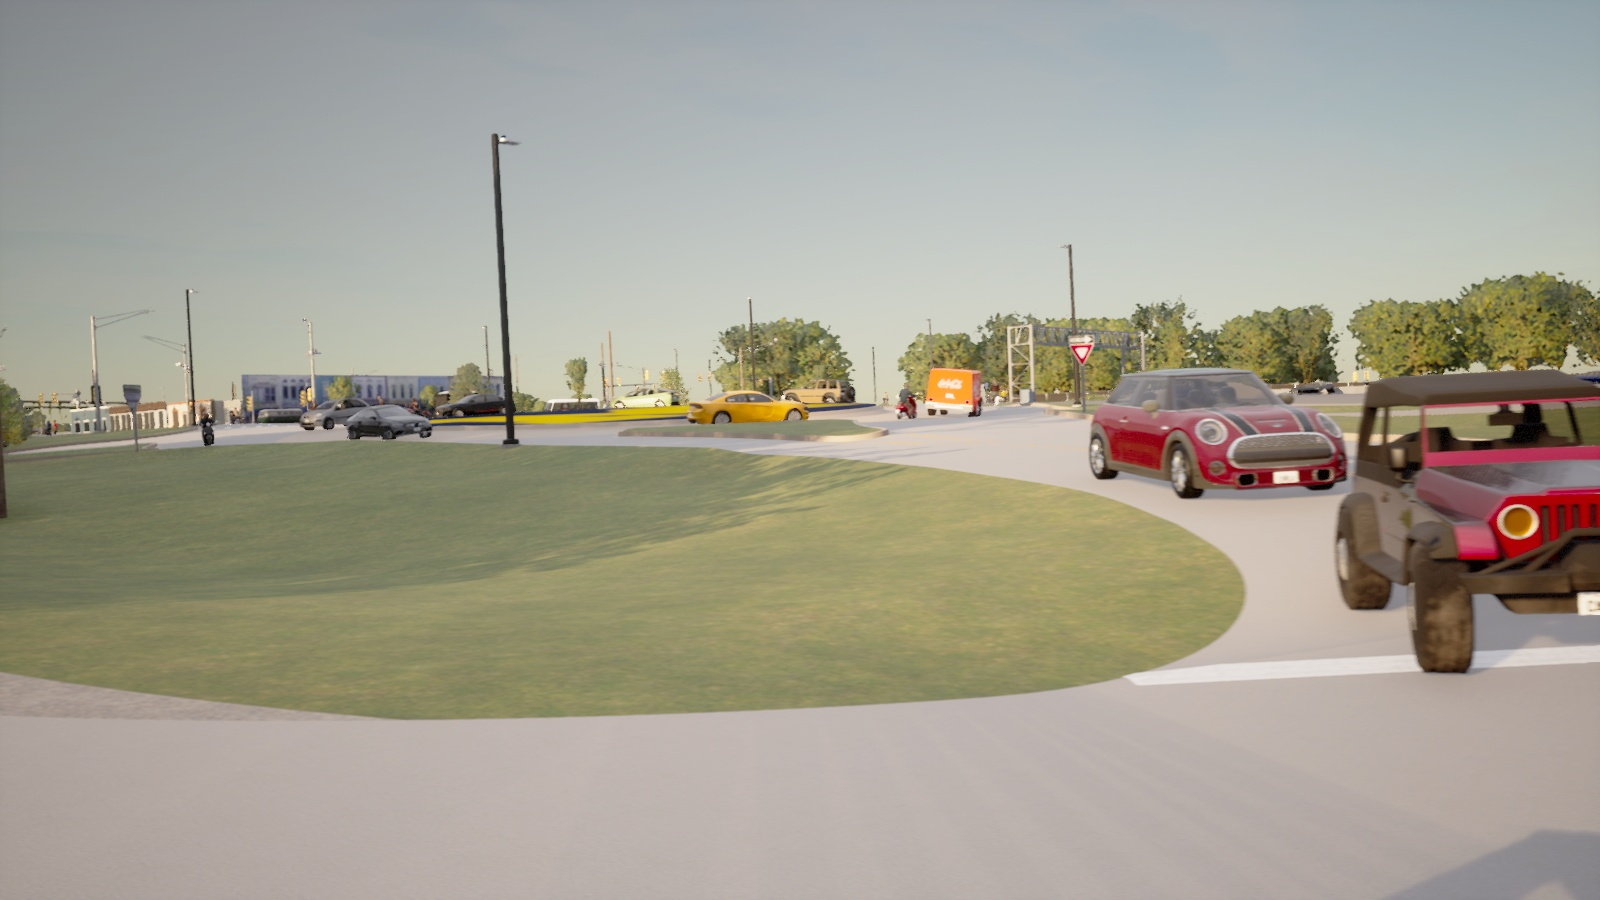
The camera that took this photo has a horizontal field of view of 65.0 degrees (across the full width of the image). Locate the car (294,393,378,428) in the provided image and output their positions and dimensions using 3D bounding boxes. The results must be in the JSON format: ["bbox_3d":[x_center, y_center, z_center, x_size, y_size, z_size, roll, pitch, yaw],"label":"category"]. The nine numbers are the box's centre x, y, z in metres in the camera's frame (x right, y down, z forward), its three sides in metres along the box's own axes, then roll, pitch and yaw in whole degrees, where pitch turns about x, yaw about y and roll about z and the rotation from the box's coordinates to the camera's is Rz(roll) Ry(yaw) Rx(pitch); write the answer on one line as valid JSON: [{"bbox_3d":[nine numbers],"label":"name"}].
[{"bbox_3d":[-25.154,-2.170,68.192,1.851,1.617,3.988,-1,4,28],"label":"car"}]

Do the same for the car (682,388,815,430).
[{"bbox_3d":[-2.073,-1.687,50.908,5.008,1.535,1.882,-2,4,-21],"label":"car"}]

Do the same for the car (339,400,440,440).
[{"bbox_3d":[-17.204,-1.256,52.504,4.674,1.442,1.812,2,8,42],"label":"car"}]

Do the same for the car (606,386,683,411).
[{"bbox_3d":[-10.201,-3.389,82.517,4.514,1.525,2.007,-1,2,17],"label":"car"}]

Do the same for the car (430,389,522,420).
[{"bbox_3d":[-19.585,-2.760,76.016,5.008,1.535,1.882,-5,3,-42],"label":"car"}]

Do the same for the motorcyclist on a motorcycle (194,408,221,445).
[{"bbox_3d":[-27.283,-1.096,57.844,0.866,1.590,1.817,-3,4,-31],"label":"motorcyclist on a motorcycle"}]

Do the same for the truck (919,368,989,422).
[{"bbox_3d":[8.049,-2.897,65.216,2.627,2.467,5.204,6,5,16],"label":"truck"}]

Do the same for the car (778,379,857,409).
[{"bbox_3d":[1.090,-3.492,78.515,4.605,1.855,1.932,2,2,33],"label":"car"}]

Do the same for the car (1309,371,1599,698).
[{"bbox_3d":[5.053,0.406,9.071,1.905,1.878,3.866,-2,2,13],"label":"car"}]

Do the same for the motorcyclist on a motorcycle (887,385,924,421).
[{"bbox_3d":[4.805,-2.135,57.023,0.866,1.590,1.817,3,4,35],"label":"motorcyclist on a motorcycle"}]

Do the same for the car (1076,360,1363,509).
[{"bbox_3d":[5.733,-0.328,17.865,2.097,1.767,4.553,-3,4,-7],"label":"car"}]
